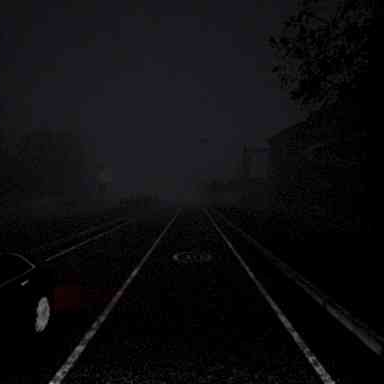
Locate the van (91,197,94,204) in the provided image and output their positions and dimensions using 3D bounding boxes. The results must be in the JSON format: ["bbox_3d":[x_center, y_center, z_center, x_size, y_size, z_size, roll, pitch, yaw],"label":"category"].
[{"bbox_3d":[-21.970,1.531,64.565,4.442,1.987,1.878,0,-1,0],"label":"van"}]

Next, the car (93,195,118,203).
[{"bbox_3d":[-21.825,1.758,84.061,5.566,2.045,2.435,0,-1,0],"label":"car"}]

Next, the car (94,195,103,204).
[{"bbox_3d":[-21.849,1.868,70.134,4.674,1.452,2.002,0,-1,0],"label":"car"}]

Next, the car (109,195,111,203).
[{"bbox_3d":[-21.846,1.900,75.705,5.008,1.535,2.097,0,-1,0],"label":"car"}]

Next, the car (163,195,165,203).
[{"bbox_3d":[-8.766,1.832,70.218,4.892,1.521,2.231,0,-1,0],"label":"car"}]

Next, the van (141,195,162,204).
[{"bbox_3d":[-8.888,1.641,73.023,4.442,1.987,1.878,0,-1,0],"label":"van"}]

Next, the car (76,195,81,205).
[{"bbox_3d":[-21.865,1.706,56.214,4.674,1.452,2.002,0,-1,0],"label":"car"}]

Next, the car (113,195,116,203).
[{"bbox_3d":[-21.882,2.001,81.274,4.792,1.488,2.163,0,-1,0],"label":"car"}]

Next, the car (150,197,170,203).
[{"bbox_3d":[-8.961,2.134,92.639,5.366,1.575,1.946,0,-1,0],"label":"car"}]

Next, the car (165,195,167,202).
[{"bbox_3d":[-8.767,1.902,75.824,5.008,1.535,2.097,0,-1,0],"label":"car"}]

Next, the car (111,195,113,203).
[{"bbox_3d":[-21.823,1.965,78.490,4.792,1.488,2.163,0,-1,0],"label":"car"}]

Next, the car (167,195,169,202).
[{"bbox_3d":[-8.801,1.687,78.631,5.566,2.045,2.435,0,-1,0],"label":"car"}]

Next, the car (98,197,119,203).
[{"bbox_3d":[-21.849,2.049,86.844,5.008,1.535,2.097,0,-1,0],"label":"car"}]

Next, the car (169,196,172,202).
[{"bbox_3d":[-8.770,2.093,89.839,5.008,1.535,2.097,0,-1,0],"label":"car"}]

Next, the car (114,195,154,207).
[{"bbox_3d":[-8.786,1.623,50.600,4.892,1.521,2.231,0,0,0],"label":"car"}]

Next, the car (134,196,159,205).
[{"bbox_3d":[-8.742,1.633,64.612,4.553,1.767,2.185,0,-1,0],"label":"car"}]

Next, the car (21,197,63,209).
[{"bbox_3d":[-21.871,1.603,47.859,5.008,1.535,2.097,0,0,0],"label":"car"}]

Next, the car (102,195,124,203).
[{"bbox_3d":[-21.826,1.881,92.416,5.566,2.045,2.435,0,-1,0],"label":"car"}]

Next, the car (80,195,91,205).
[{"bbox_3d":[-21.825,1.599,61.784,4.553,1.767,2.185,0,-1,0],"label":"car"}]

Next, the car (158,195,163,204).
[{"bbox_3d":[-8.804,1.475,61.813,5.566,2.045,2.435,0,-1,0],"label":"car"}]

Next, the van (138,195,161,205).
[{"bbox_3d":[-8.656,1.569,67.417,4.442,1.987,1.878,0,-1,0],"label":"van"}]

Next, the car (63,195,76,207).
[{"bbox_3d":[-21.872,1.641,53.428,5.008,1.535,2.097,0,0,0],"label":"car"}]

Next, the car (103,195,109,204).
[{"bbox_3d":[-21.666,1.861,72.919,5.366,1.575,1.946,0,-1,0],"label":"car"}]

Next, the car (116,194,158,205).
[{"bbox_3d":[-8.816,1.392,53.403,5.566,2.045,2.435,0,-1,0],"label":"car"}]

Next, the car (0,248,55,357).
[{"bbox_3d":[-3.246,1.516,3.829,1.837,1.490,4.892,0,0,0],"label":"car"}]

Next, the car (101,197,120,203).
[{"bbox_3d":[-21.852,2.127,89.504,4.674,1.452,2.002,0,-1,0],"label":"car"}]
